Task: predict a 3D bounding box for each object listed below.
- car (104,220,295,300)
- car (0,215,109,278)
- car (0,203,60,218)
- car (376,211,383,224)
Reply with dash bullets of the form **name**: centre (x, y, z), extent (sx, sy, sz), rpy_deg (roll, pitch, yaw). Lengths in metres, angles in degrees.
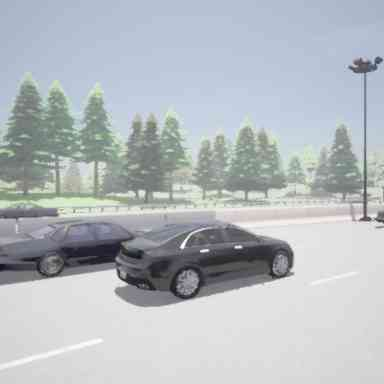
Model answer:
- **car**: centre (0.547, 1.487, 8.384), extent (4.892, 1.490, 1.837), rpy_deg (0, 0, -35)
- **car**: centre (-3.065, 1.537, 10.140), extent (5.357, 1.411, 2.033), rpy_deg (0, 0, -35)
- **car**: centre (-12.822, 1.536, 24.891), extent (5.357, 1.411, 2.033), rpy_deg (0, 0, -35)
- **car**: centre (13.915, 1.467, 21.011), extent (5.357, 1.411, 2.033), rpy_deg (0, 0, -30)
